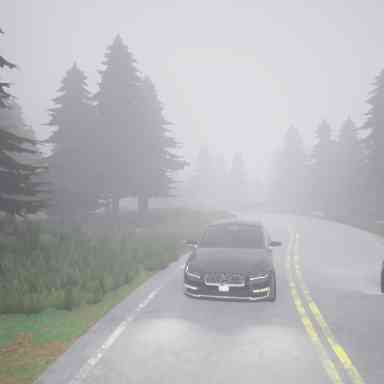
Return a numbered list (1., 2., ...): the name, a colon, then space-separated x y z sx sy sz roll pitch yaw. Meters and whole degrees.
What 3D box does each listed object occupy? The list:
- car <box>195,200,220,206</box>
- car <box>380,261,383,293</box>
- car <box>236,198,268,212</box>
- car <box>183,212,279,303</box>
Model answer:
1. car: 1.994 1.798 44.873 1.812 1.442 4.674 3 -5 -35
2. car: 4.501 1.308 4.651 2.097 1.767 4.553 -1 0 9
3. car: 6.326 1.408 35.525 1.837 1.490 4.892 2 -1 -15
4. car: 1.105 1.496 8.427 1.837 1.490 4.892 -1 0 13
